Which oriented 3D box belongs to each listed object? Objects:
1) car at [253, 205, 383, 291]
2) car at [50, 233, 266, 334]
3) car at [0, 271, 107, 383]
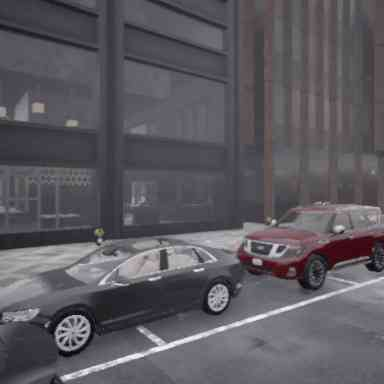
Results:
[{"bbox_3d":[3.570,1.307,9.196,5.009,1.841,2.192,0,0,-36],"label":"car"},{"bbox_3d":[-1.004,1.549,5.933,4.403,1.369,2.008,0,0,-36],"label":"car"},{"bbox_3d":[-3.021,1.507,1.223,4.892,1.490,1.837,0,0,-36],"label":"car"}]
